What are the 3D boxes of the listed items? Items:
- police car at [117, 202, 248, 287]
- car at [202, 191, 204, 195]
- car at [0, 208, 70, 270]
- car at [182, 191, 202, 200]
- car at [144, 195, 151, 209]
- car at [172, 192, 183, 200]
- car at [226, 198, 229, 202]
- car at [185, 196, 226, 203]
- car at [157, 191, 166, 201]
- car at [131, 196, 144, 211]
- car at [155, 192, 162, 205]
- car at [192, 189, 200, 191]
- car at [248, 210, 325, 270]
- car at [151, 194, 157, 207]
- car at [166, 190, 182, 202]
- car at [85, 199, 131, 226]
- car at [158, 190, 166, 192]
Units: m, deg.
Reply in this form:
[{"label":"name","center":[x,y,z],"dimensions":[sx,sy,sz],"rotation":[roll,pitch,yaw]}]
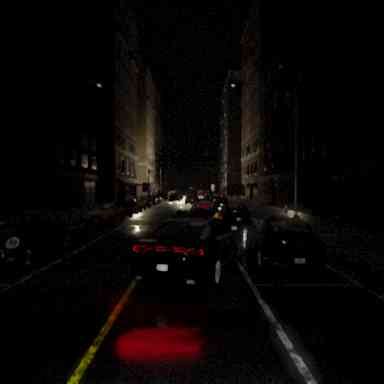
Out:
[{"label":"police car","center":[0.147,1.309,9.272],"dimensions":[1.930,1.638,5.238],"rotation":[0,1,17]},{"label":"car","center":[2.674,0.920,48.366],"dimensions":[1.752,1.417,4.829],"rotation":[0,1,0]},{"label":"car","center":[-5.381,1.311,10.324],"dimensions":[1.967,1.590,4.097],"rotation":[0,1,0]},{"label":"car","center":[0.041,0.995,45.540],"dimensions":[1.994,1.385,4.181],"rotation":[0,1,0]},{"label":"car","center":[-5.365,1.130,31.804],"dimensions":[1.752,1.417,4.829],"rotation":[0,1,0]},{"label":"car","center":[-2.702,0.758,63.838],"dimensions":[1.994,1.385,4.181],"rotation":[0,1,0]},{"label":"car","center":[2.652,1.288,21.134],"dimensions":[2.008,1.369,4.403],"rotation":[0,1,0]},{"label":"car","center":[0.732,1.219,19.049],"dimensions":[1.801,1.575,5.366],"rotation":[0,1,2]},{"label":"car","center":[-5.351,0.947,48.212],"dimensions":[2.008,1.369,4.403],"rotation":[0,1,0]},{"label":"car","center":[-5.369,1.236,26.562],"dimensions":[1.947,1.339,4.313],"rotation":[0,1,0]},{"label":"car","center":[-5.356,1.017,42.799],"dimensions":[2.008,1.369,4.403],"rotation":[0,1,0]},{"label":"car","center":[0.045,0.729,59.380],"dimensions":[1.882,1.535,5.008],"rotation":[0,1,0]},{"label":"car","center":[2.644,1.422,10.310],"dimensions":[2.008,1.369,4.403],"rotation":[0,1,0]},{"label":"car","center":[-5.360,1.117,37.387],"dimensions":[1.802,1.307,4.206],"rotation":[0,1,0]},{"label":"car","center":[-2.757,0.865,54.298],"dimensions":[2.033,1.411,5.357],"rotation":[0,1,1]},{"label":"car","center":[-5.373,1.264,20.979],"dimensions":[1.752,1.417,4.829],"rotation":[0,1,0]},{"label":"car","center":[-5.343,0.571,59.033],"dimensions":[2.192,1.841,5.009],"rotation":[0,1,0]}]
